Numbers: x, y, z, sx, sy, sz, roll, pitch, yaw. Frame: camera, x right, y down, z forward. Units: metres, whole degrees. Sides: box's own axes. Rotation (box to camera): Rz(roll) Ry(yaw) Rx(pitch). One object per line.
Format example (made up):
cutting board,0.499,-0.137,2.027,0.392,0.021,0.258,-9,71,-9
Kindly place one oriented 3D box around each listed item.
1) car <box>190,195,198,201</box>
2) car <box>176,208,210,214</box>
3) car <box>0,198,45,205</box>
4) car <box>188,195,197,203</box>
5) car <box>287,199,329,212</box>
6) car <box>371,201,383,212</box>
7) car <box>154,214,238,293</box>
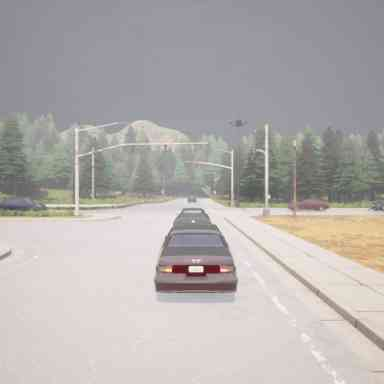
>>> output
car,0.496,1.597,90.152,1.895,1.301,4.718,0,0,2
car,0.044,1.562,18.212,1.994,1.385,4.181,0,0,1
car,-18.086,1.397,35.750,4.553,1.767,2.097,0,0,1
car,-0.001,1.543,71.602,2.033,1.411,5.357,0,0,1
car,13.580,1.542,38.899,4.674,1.442,1.812,0,0,1
car,23.444,1.499,38.730,4.902,1.511,2.128,0,0,1
car,0.077,1.549,8.987,2.033,1.411,5.357,0,0,0
